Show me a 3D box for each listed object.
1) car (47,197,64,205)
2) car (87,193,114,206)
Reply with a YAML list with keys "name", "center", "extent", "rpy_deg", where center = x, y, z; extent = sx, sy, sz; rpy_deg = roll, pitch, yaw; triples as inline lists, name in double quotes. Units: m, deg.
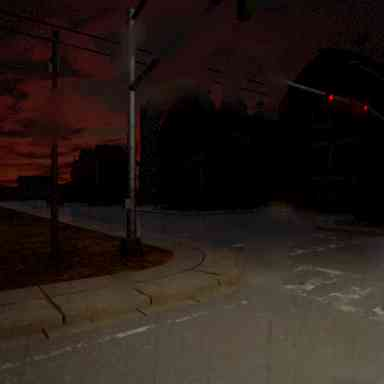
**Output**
- name: "car"
  center: [-23.348, 1.537, 56.654]
  extent: [1.994, 1.385, 4.181]
  rpy_deg: [0, 0, -36]
- name: "car"
  center: [-13.817, 1.118, 50.584]
  extent: [3.866, 1.878, 1.905]
  rpy_deg: [-2, 5, 11]
